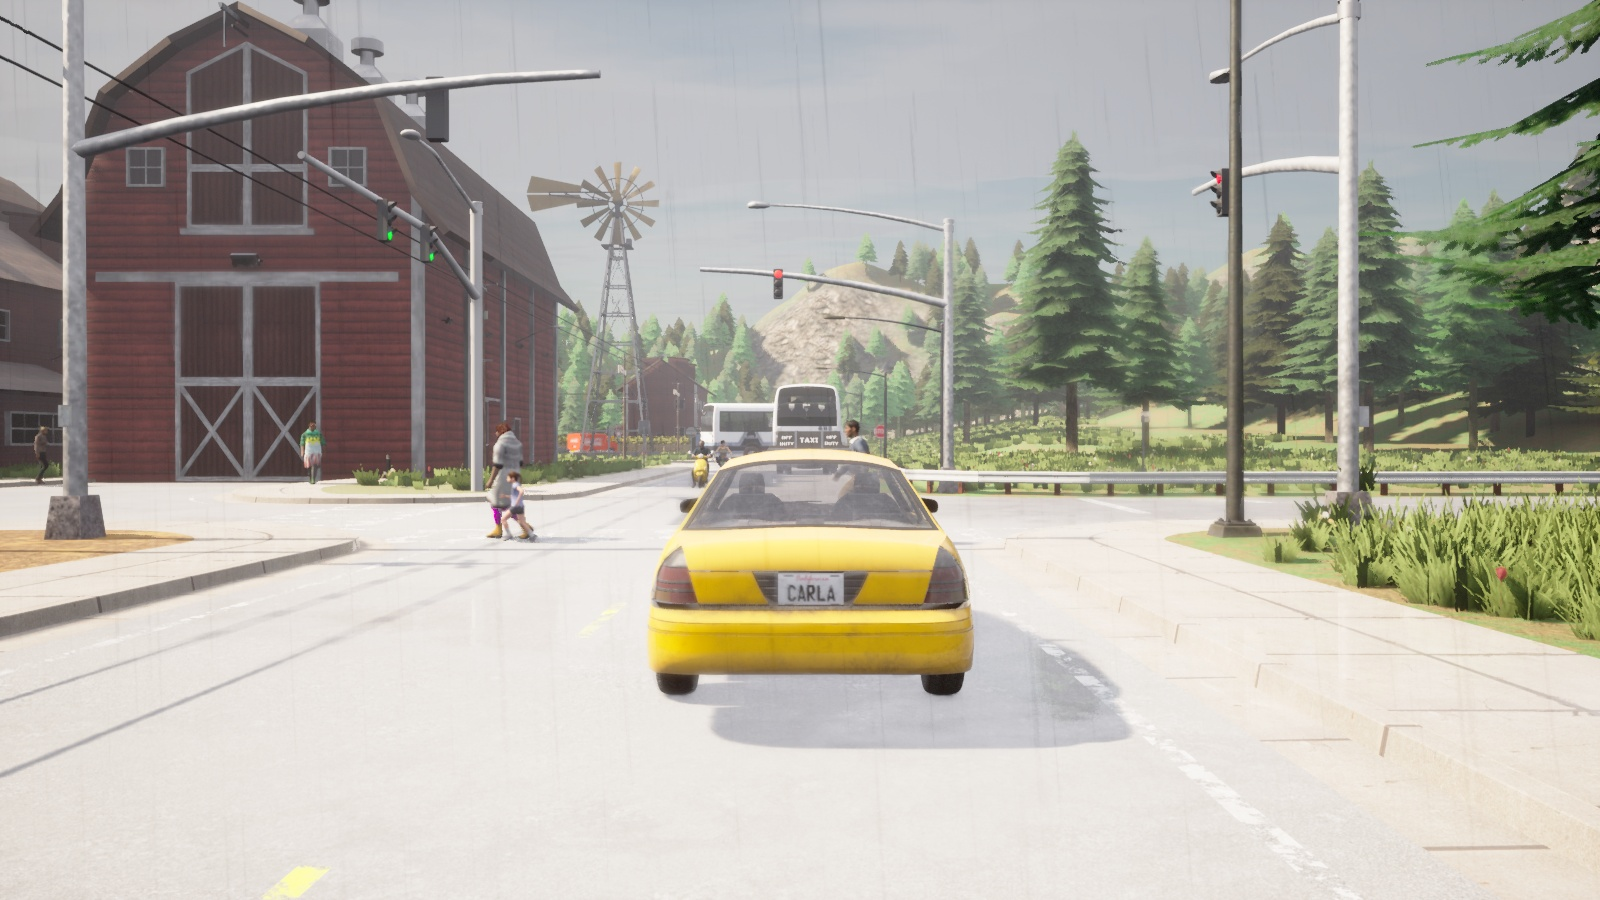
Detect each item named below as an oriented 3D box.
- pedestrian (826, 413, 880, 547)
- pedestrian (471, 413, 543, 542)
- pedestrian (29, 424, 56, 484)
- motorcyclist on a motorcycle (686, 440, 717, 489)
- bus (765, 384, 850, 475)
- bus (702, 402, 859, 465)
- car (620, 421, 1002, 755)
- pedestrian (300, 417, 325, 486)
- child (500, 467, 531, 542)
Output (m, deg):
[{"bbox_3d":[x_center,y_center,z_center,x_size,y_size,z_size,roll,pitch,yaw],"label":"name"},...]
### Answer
[{"bbox_3d":[0.785,0.437,18.576,0.788,1.949,0.423,0,0,4],"label":"pedestrian"},{"bbox_3d":[-4.506,0.413,19.358,0.873,1.952,0.659,0,0,15],"label":"pedestrian"},{"bbox_3d":[-23.578,0.120,39.094,0.634,1.846,0.331,0,0,-2],"label":"pedestrian"},{"bbox_3d":[-3.259,0.462,41.690,0.866,1.590,1.817,0,0,0],"label":"motorcyclist on a motorcycle"},{"bbox_3d":[0.361,-0.989,63.583,3.944,4.253,10.273,0,0,0],"label":"bus"},{"bbox_3d":[-1.369,-1.129,88.450,10.273,4.253,3.944,0,1,-21],"label":"bus"},{"bbox_3d":[0.063,0.637,8.603,1.801,1.575,5.366,0,0,0],"label":"car"},{"bbox_3d":[-14.072,0.042,36.252,0.659,1.952,0.873,0,0,-20],"label":"pedestrian"},{"bbox_3d":[-4.250,0.810,18.773,0.394,1.110,0.255,0,0,6],"label":"child"}]
